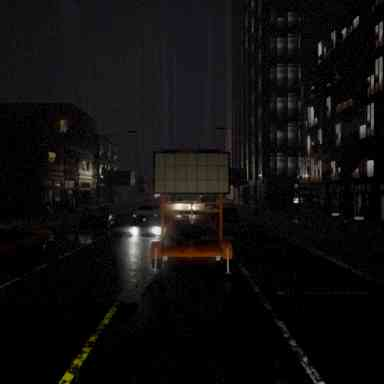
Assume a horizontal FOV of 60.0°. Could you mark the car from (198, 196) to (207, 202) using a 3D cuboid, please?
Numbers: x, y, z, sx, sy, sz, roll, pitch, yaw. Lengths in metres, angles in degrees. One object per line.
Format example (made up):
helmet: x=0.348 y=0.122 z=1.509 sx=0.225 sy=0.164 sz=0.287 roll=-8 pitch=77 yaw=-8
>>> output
car: x=2.630 y=1.596 z=81.771 sx=2.008 sy=1.369 sz=4.403 roll=0 pitch=0 yaw=0

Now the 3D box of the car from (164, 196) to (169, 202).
car: x=-5.734 y=1.591 z=59.664 sx=1.947 sy=1.339 sz=4.313 roll=0 pitch=0 yaw=0

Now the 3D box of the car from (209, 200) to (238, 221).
car: x=2.669 y=1.555 z=26.528 sx=2.008 sy=1.369 sz=4.403 roll=0 pitch=0 yaw=0

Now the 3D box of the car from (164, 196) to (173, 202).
car: x=-5.750 y=1.627 z=81.761 sx=1.802 sy=1.307 sz=4.206 roll=0 pitch=0 yaw=0

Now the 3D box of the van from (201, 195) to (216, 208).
van: x=2.652 y=1.357 z=48.625 sx=1.690 sy=1.788 sz=3.998 roll=0 pitch=0 yaw=0

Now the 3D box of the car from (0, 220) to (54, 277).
car: x=-5.699 y=1.526 z=9.776 sx=1.752 sy=1.417 sz=4.829 roll=0 pitch=0 yaw=0

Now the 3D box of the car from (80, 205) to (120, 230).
car: x=-5.707 y=1.553 z=20.996 sx=2.008 sy=1.369 sz=4.403 roll=0 pitch=0 yaw=0

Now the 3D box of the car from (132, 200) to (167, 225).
car: x=-3.103 y=1.529 z=23.908 sx=1.812 sy=1.442 sz=4.674 roll=0 pitch=0 yaw=0

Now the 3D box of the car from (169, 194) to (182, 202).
car: x=-3.078 y=1.250 z=64.877 sx=2.150 sy=2.045 sz=5.566 roll=0 pitch=0 yaw=1

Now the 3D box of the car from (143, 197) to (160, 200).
car: x=-5.723 y=1.562 z=43.092 sx=2.008 sy=1.369 sz=4.403 roll=0 pitch=0 yaw=0

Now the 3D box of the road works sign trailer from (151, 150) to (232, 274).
road works sign trailer: x=-0.007 y=0.465 z=10.545 sx=2.380 sy=3.560 sz=2.880 roll=0 pitch=0 yaw=0

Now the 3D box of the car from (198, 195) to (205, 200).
car: x=2.622 y=1.582 z=92.988 sx=1.752 sy=1.417 sz=4.829 roll=0 pitch=0 yaw=0

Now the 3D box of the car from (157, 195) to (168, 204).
car: x=-5.739 y=1.470 z=65.188 sx=1.967 sy=1.590 sz=4.097 roll=0 pitch=0 yaw=0

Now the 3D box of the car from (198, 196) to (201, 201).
car: x=2.642 y=1.555 z=65.367 sx=1.752 sy=1.417 sz=4.829 roll=0 pitch=0 yaw=0
